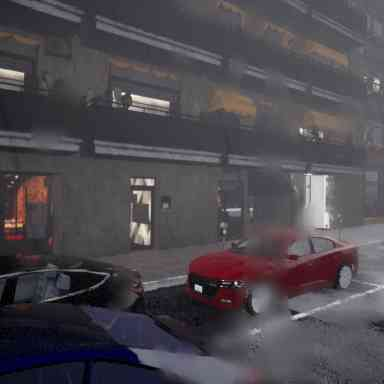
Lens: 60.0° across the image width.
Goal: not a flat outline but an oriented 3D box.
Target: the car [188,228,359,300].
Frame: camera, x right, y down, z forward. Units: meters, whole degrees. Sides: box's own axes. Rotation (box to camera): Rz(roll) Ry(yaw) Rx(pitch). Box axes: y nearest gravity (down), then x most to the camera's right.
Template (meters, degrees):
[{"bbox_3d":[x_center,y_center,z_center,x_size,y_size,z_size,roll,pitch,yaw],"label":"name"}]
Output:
[{"bbox_3d":[1.953,1.546,7.485,4.507,1.381,1.887,0,1,-36],"label":"car"}]

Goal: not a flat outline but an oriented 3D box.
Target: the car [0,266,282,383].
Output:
[{"bbox_3d":[-1.469,1.564,2.024,4.181,1.385,1.994,0,0,-36],"label":"car"}]

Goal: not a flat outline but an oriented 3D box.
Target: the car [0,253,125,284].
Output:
[{"bbox_3d":[-2.663,1.566,4.191,4.313,1.339,1.947,0,1,-36],"label":"car"}]
